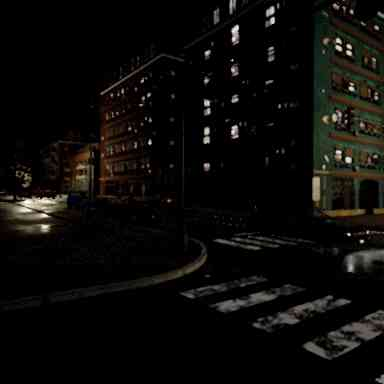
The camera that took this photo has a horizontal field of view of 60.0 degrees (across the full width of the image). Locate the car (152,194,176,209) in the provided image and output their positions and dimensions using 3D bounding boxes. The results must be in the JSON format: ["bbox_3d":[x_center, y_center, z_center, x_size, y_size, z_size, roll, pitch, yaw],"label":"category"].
[{"bbox_3d":[-3.508,0.949,35.765,1.967,1.590,4.097,2,0,-36],"label":"car"}]

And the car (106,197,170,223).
[{"bbox_3d":[-3.626,1.181,21.547,1.887,1.381,4.507,2,0,-36],"label":"car"}]

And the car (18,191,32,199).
[{"bbox_3d":[-26.976,0.470,53.774,1.802,1.307,4.206,2,0,-36],"label":"car"}]

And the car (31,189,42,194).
[{"bbox_3d":[-40.403,-0.142,86.478,1.752,1.417,4.829,2,0,-36],"label":"car"}]

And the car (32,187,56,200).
[{"bbox_3d":[-23.621,0.185,53.718,2.150,2.045,5.566,1,1,-36],"label":"car"}]

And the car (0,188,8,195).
[{"bbox_3d":[-43.694,-0.204,76.762,1.967,1.590,4.097,2,0,-36],"label":"car"}]

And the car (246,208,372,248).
[{"bbox_3d":[4.818,1.415,14.620,2.033,1.411,5.357,1,1,-36],"label":"car"}]

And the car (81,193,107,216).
[{"bbox_3d":[-6.906,1.075,26.186,1.887,1.381,4.507,2,0,-36],"label":"car"}]

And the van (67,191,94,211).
[{"bbox_3d":[-10.244,0.764,30.785,1.690,1.788,3.998,2,0,-36],"label":"van"}]
